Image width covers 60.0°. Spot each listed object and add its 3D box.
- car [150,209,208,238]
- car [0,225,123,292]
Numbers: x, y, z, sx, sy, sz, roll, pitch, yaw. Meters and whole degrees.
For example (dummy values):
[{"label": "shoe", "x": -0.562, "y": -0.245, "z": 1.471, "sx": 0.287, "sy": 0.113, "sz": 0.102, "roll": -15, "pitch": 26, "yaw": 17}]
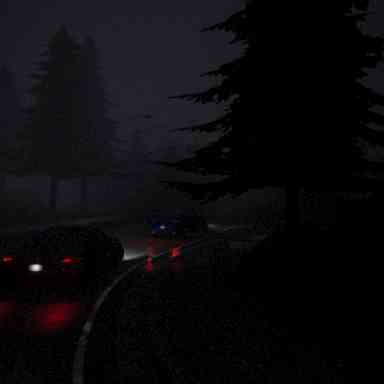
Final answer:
[{"label": "car", "x": -0.583, "y": 1.604, "z": 18.714, "sx": 1.882, "sy": 1.535, "sz": 5.008, "roll": 0, "pitch": 0, "yaw": 21}, {"label": "car", "x": -3.291, "y": 1.603, "z": 9.139, "sx": 1.994, "sy": 1.385, "sz": 4.181, "roll": 1, "pitch": 0, "yaw": 2}]
